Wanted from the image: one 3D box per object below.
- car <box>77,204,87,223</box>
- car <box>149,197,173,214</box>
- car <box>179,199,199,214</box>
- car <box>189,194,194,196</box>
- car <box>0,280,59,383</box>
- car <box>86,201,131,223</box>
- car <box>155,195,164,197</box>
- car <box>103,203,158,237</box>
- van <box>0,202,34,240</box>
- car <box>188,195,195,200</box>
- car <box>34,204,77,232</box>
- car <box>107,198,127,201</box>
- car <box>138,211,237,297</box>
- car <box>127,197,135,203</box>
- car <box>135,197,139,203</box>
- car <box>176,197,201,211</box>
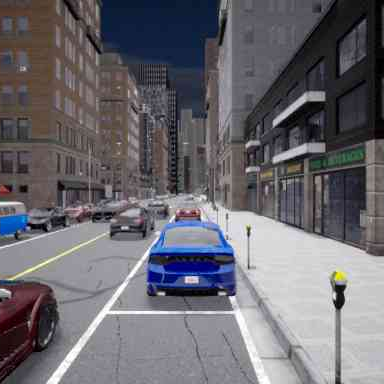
[{"bbox_3d":[-8.815,1.585,25.481,1.802,1.307,4.206,0,0,0],"label":"car"},{"bbox_3d":[-3.053,1.495,30.226,2.128,1.511,4.902,0,0,0],"label":"car"},{"bbox_3d":[-0.290,1.557,36.484,2.008,1.369,4.403,0,0,0],"label":"car"},{"bbox_3d":[-0.257,1.500,84.576,1.967,1.590,4.097,0,0,0],"label":"car"},{"bbox_3d":[-3.050,1.564,3.492,1.994,1.385,4.181,0,0,0],"label":"car"},{"bbox_3d":[-6.245,1.603,25.501,1.895,1.301,4.718,0,0,0],"label":"car"},{"bbox_3d":[-8.782,1.642,84.589,1.802,1.307,4.206,0,0,0],"label":"car"},{"bbox_3d":[-3.146,1.527,17.950,1.812,1.442,4.674,0,0,0],"label":"car"},{"bbox_3d":[-8.815,1.342,14.478,1.690,1.788,3.998,0,0,0],"label":"van"},{"bbox_3d":[-0.237,1.635,95.394,2.008,1.369,4.403,0,0,0],"label":"car"},{"bbox_3d":[-8.815,1.567,19.979,1.947,1.339,4.313,0,0,0],"label":"car"},{"bbox_3d":[-8.815,1.572,36.483,1.947,1.339,4.313,0,0,0],"label":"car"},{"bbox_3d":[-0.006,1.478,8.650,1.882,1.535,5.008,0,0,0],"label":"car"},{"bbox_3d":[-8.815,1.590,41.985,1.802,1.307,4.206,0,0,0],"label":"car"},{"bbox_3d":[-8.816,1.451,47.486,1.967,1.590,4.097,0,0,0],"label":"car"},{"bbox_3d":[-0.290,1.443,25.481,1.967,1.590,4.097,0,0,0],"label":"car"}]
